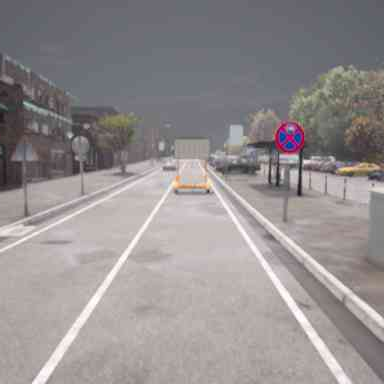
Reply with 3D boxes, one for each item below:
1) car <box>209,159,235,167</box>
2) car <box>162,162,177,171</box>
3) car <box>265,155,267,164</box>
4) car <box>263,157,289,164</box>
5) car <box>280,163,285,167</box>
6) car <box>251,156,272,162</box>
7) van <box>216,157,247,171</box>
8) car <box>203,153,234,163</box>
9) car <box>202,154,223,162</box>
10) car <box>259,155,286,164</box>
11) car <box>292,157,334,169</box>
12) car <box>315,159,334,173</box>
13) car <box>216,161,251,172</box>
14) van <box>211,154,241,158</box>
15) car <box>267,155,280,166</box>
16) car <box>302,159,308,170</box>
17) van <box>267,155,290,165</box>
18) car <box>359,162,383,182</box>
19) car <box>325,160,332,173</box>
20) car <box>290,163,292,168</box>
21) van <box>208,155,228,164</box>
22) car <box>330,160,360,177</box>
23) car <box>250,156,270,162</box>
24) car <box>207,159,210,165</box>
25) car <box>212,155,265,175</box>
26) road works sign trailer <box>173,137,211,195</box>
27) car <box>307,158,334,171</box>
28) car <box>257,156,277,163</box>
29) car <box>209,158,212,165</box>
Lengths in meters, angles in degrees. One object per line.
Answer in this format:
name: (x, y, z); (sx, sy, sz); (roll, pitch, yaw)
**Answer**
car: (5.707, -5.587, 63.497); (4.674, 1.452, 2.002); (0, 7, 0)
car: (-3.323, -3.857, 49.461); (1.895, 1.301, 4.718); (0, 7, 0)
car: (18.810, -6.636, 69.632); (5.566, 2.045, 2.435); (0, 7, 0)
car: (18.960, -7.077, 75.171); (5.366, 1.575, 1.946); (0, 7, 0)
car: (18.980, -5.049, 58.637); (5.366, 1.575, 1.946); (0, 7, 0)
car: (18.571, -8.798, 88.942); (5.366, 1.575, 1.946); (0, 7, 0)
van: (5.844, -4.200, 49.540); (4.442, 1.987, 1.878); (0, 7, 0)
car: (5.670, -6.906, 71.810); (5.566, 2.045, 2.435); (0, 7, 0)
car: (5.645, -9.338, 91.282); (5.566, 2.045, 2.435); (0, 7, 0)
car: (18.799, -7.668, 77.895); (5.566, 2.045, 2.435); (0, 7, 0)
car: (18.777, -4.321, 50.336); (5.566, 2.045, 2.435); (0, 7, 0)
car: (18.823, -3.103, 42.094); (4.892, 1.521, 2.231); (0, 7, 0)
car: (5.734, -3.610, 46.787); (4.674, 1.452, 2.002); (0, 7, 0)
van: (5.604, -4.853, 55.112); (4.442, 1.987, 1.878); (0, 7, 0)
car: (18.756, -6.297, 66.876); (5.566, 2.045, 2.435); (0, 7, 0)
car: (18.815, -3.749, 47.608); (5.008, 1.535, 2.097); (0, 7, 0)
van: (18.894, -6.955, 72.390); (4.442, 1.987, 1.878); (0, 7, 0)
car: (18.802, -1.785, 31.070); (4.792, 1.488, 2.163); (0, 7, 0)
car: (18.849, -2.752, 39.341); (4.792, 1.488, 2.163); (0, 7, 0)
car: (18.797, -4.392, 53.121); (4.892, 1.521, 2.231); (0, 7, 0)
van: (5.812, -7.228, 74.595); (4.442, 1.987, 1.878); (0, 7, 0)
car: (18.638, -2.462, 36.580); (5.366, 1.575, 1.946); (0, 7, 0)
car: (18.758, -9.138, 91.699); (4.892, 1.521, 2.231); (0, 7, 0)
car: (5.742, -5.260, 60.708); (4.792, 1.488, 2.163); (0, 7, 0)
car: (5.710, -3.248, 41.184); (5.566, 2.045, 2.435); (0, 7, 0)
road works sign trailer: (0.004, -1.731, 21.515); (2.380, 3.560, 2.880); (0, 7, 1)
car: (18.819, -3.426, 44.851); (5.008, 1.535, 2.097); (0, 7, 0)
car: (18.794, -8.232, 83.420); (4.553, 1.767, 2.185); (0, 7, 0)
car: (5.719, -4.301, 52.351); (5.008, 1.535, 2.097); (0, 7, 0)
